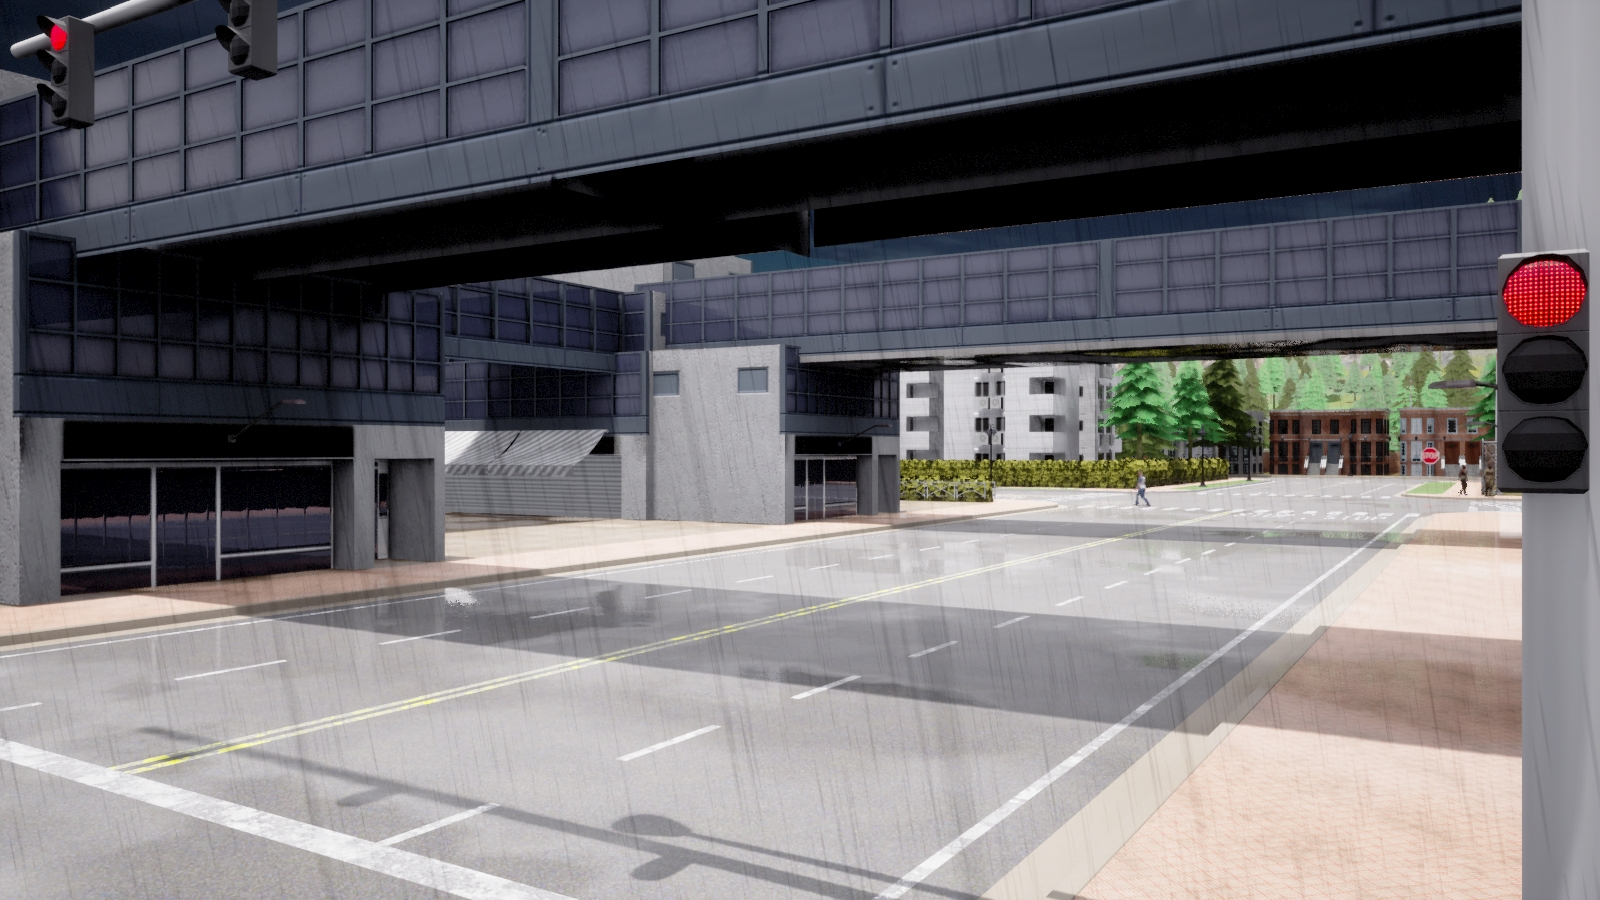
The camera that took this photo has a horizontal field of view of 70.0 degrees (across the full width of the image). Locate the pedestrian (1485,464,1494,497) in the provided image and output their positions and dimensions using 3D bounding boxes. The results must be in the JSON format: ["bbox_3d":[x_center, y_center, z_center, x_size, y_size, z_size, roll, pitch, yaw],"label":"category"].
[{"bbox_3d":[38.373,1.696,63.586,0.375,1.860,0.375,0,0,18],"label":"pedestrian"}]

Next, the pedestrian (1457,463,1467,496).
[{"bbox_3d":[37.974,1.698,65.516,0.375,1.860,0.375,0,0,-26],"label":"pedestrian"}]

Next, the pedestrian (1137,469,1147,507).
[{"bbox_3d":[16.806,1.848,56.097,0.375,1.860,0.375,0,0,31],"label":"pedestrian"}]
